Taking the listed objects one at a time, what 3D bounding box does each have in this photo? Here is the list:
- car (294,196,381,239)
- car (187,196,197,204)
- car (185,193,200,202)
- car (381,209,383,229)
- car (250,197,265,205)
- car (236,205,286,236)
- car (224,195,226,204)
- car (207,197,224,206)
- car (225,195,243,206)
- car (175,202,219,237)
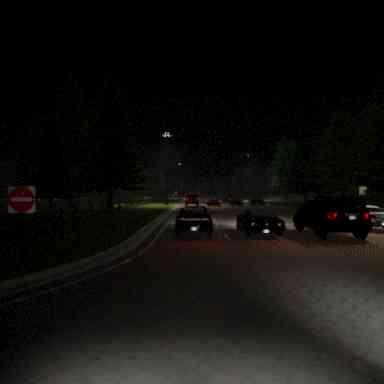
[{"bbox_3d":[7.102,1.226,17.398,2.150,2.045,5.566,0,0,0],"label":"car"},{"bbox_3d":[0.006,1.492,63.664,1.882,1.535,5.008,0,0,0],"label":"car"},{"bbox_3d":[0.005,1.234,53.274,2.150,2.045,5.566,0,0,0],"label":"car"},{"bbox_3d":[10.588,1.530,20.704,1.812,1.442,4.674,0,0,0],"label":"car"},{"bbox_3d":[10.505,1.538,53.659,1.812,1.442,4.674,0,0,0],"label":"car"},{"bbox_3d":[3.602,1.605,18.332,1.895,1.301,4.718,0,0,0],"label":"car"},{"bbox_3d":[7.006,1.367,63.633,2.097,1.767,4.553,0,0,0],"label":"car"},{"bbox_3d":[3.505,1.576,53.660,1.994,1.385,4.181,0,0,0],"label":"car"},{"bbox_3d":[7.005,1.560,53.243,2.033,1.411,5.357,0,0,0],"label":"car"},{"bbox_3d":[0.102,1.496,17.963,2.128,1.511,4.902,0,0,0],"label":"car"}]
